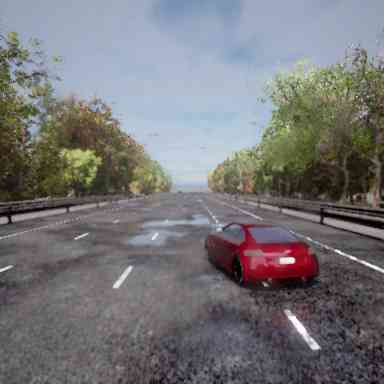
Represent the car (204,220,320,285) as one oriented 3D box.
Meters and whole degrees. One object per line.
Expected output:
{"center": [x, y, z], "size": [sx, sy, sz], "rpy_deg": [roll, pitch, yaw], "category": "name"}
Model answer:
{"center": [1.703, 1.484, 9.368], "size": [1.994, 1.385, 4.181], "rpy_deg": [0, 0, -12], "category": "car"}
